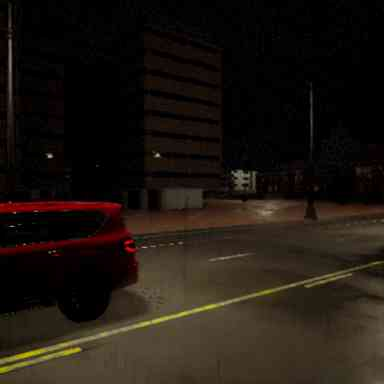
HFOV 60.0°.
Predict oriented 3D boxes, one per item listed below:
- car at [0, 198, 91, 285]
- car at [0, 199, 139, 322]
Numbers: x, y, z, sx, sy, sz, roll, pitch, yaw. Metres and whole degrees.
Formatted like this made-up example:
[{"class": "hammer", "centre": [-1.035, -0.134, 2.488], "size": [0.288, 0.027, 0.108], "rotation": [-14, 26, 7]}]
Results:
[{"class": "car", "centre": [-5.710, 1.220, 8.519], "size": [5.566, 2.045, 2.150], "rotation": [0, 0, -35]}, {"class": "car", "centre": [-3.653, 1.220, 5.686], "size": [5.566, 2.045, 2.150], "rotation": [0, 0, -36]}]
